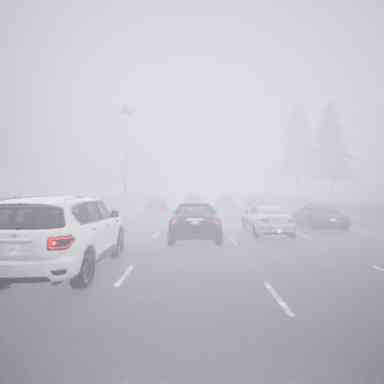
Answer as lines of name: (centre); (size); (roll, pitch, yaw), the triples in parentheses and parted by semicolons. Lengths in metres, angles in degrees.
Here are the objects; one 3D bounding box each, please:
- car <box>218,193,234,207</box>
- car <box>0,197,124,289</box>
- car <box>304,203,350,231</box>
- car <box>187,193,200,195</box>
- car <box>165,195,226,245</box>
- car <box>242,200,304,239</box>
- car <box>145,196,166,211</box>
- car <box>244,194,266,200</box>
car: (3.668, 0.870, 38.364); (1.812, 1.442, 4.674); (0, 2, 0)
car: (-3.385, 1.126, 9.033); (2.150, 2.045, 5.566); (0, 1, 0)
car: (7.133, 1.330, 18.748); (1.994, 1.385, 4.181); (0, 1, 0)
car: (0.167, 0.855, 37.603); (2.128, 1.511, 4.902); (0, 2, 0)
car: (0.126, 1.177, 14.805); (2.097, 1.767, 4.553); (0, 1, 0)
car: (3.627, 1.333, 16.107); (1.812, 1.442, 4.674); (0, 1, 0)
car: (-3.343, 1.084, 32.535); (1.895, 1.301, 4.718); (0, 1, 0)
car: (7.168, 0.916, 38.201); (1.994, 1.385, 4.181); (0, 2, 0)
